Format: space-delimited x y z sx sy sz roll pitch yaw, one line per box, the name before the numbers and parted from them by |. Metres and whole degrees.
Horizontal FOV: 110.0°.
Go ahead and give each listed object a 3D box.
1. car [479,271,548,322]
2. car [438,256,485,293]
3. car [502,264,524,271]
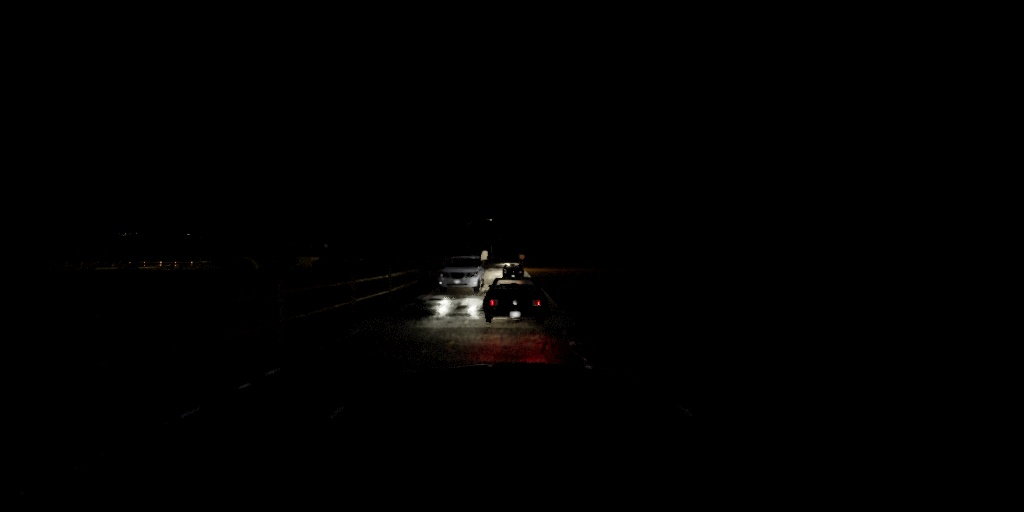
car | 0.093 1.358 12.372 1.895 1.301 4.718 0 0 0
car | -2.855 0.987 21.428 2.150 2.045 5.566 0 0 0
car | 0.084 1.378 32.140 1.895 1.301 4.718 0 0 0
